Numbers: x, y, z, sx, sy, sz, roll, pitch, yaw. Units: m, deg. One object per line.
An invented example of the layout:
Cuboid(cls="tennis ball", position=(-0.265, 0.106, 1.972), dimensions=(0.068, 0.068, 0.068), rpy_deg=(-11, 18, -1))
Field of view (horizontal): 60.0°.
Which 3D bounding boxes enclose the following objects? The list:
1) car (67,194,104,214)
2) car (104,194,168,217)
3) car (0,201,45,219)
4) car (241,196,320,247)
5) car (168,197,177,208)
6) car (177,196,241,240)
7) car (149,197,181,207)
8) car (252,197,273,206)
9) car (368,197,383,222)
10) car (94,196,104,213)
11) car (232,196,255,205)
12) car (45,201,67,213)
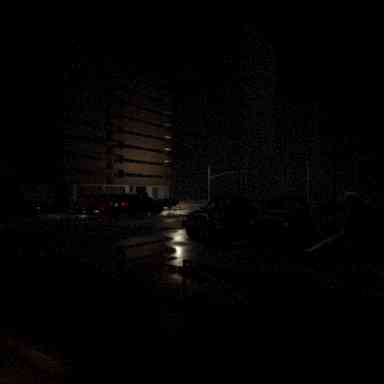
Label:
Cuboid(cls="car", position=(-10.295, 1.221, 36.288), dimensions=(2.150, 2.045, 5.566), rpy_deg=(0, 0, 34))
Cuboid(cls="car", position=(-5.086, 1.221, 31.135), dimensions=(2.150, 2.045, 5.566), rpy_deg=(0, 0, 34))
Cuboid(cls="car", position=(-15.400, 1.564, 28.687), dimensions=(1.994, 1.385, 4.181), rpy_deg=(0, 0, 34))
Cuboid(cls="car", position=(3.920, 1.156, 14.329), dimensions=(1.905, 1.878, 3.866), rpy_deg=(0, 0, 34))
Cuboid(cls="car", position=(-4.487, 1.547, 44.925), dimensions=(2.033, 1.411, 5.357), rpy_deg=(0, 0, 34))
Cuboid(cls="car", position=(1.553, 1.153, 15.995), dimensions=(1.932, 1.855, 4.605), rpy_deg=(0, 0, 34))
Cuboid(cls="car", position=(-4.110, 1.547, 51.711), dimensions=(2.033, 1.411, 5.357), rpy_deg=(0, 0, 35))
Cuboid(cls="car", position=(12.101, 1.526, 56.746), dimensions=(1.812, 1.442, 4.674), rpy_deg=(0, 0, 34))
Cuboid(cls="car", position=(15.945, 1.395, 27.283), dimensions=(1.970, 1.475, 3.806), rpy_deg=(0, 0, 34))
Cuboid(cls="car", position=(-7.194, 1.477, 34.273), dimensions=(1.882, 1.535, 5.008), rpy_deg=(0, 0, 34))
Cuboid(cls="car", position=(9.168, 1.491, 58.649), dimensions=(2.128, 1.511, 4.902), rpy_deg=(0, 0, 34))
Cuboid(cls="car", position=(-15.317, 1.601, 35.090), dimensions=(1.895, 1.301, 4.718), rpy_deg=(0, 0, 34))
